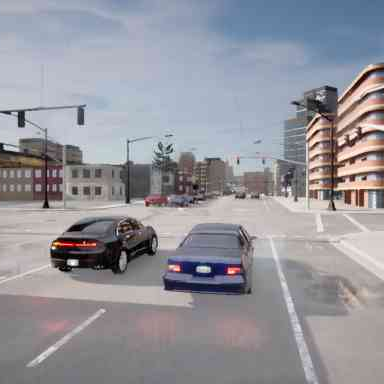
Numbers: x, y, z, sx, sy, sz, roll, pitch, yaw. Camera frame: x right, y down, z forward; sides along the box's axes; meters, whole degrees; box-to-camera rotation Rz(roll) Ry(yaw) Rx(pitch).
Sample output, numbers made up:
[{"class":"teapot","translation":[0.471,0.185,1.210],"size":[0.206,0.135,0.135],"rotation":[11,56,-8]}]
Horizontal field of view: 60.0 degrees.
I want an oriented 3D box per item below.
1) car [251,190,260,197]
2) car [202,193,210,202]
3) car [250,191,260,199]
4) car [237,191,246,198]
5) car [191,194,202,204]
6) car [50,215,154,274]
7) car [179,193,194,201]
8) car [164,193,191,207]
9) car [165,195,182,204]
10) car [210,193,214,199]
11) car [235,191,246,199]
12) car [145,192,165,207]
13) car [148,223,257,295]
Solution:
[{"class":"car","translation":[16.320,0.464,85.594],"size":[2.097,1.767,4.553],"rotation":[0,1,11]},{"class":"car","translation":[1.747,1.119,65.991],"size":[2.033,1.411,5.357],"rotation":[0,1,12]},{"class":"car","translation":[14.320,0.881,75.389],"size":[2.128,1.511,4.902],"rotation":[0,1,11]},{"class":"car","translation":[12.964,0.552,86.667],"size":[2.097,1.767,4.553],"rotation":[0,1,11]},{"class":"car","translation":[-0.204,1.235,56.341],"size":[2.128,1.511,4.902],"rotation":[0,1,11]},{"class":"car","translation":[-2.513,1.505,10.645],"size":[1.837,1.490,4.892],"rotation":[0,0,11]},{"class":"car","translation":[-1.152,1.073,69.237],"size":[2.033,1.411,5.357],"rotation":[0,1,11]},{"class":"car","translation":[-1.961,1.223,47.430],"size":[2.097,1.767,4.553],"rotation":[0,1,11]},{"class":"car","translation":[-3.270,1.238,58.863],"size":[1.812,1.442,4.674],"rotation":[0,1,12]},{"class":"car","translation":[3.786,0.862,76.232],"size":[1.882,1.535,5.008],"rotation":[0,1,11]},{"class":"car","translation":[11.072,0.902,77.014],"size":[1.994,1.385,4.181],"rotation":[0,1,11]},{"class":"car","translation":[-5.169,1.080,49.305],"size":[2.150,2.045,5.566],"rotation":[0,1,11]},{"class":"car","translation":[0.705,1.547,8.902],"size":[2.033,1.411,5.357],"rotation":[0,0,11]}]
